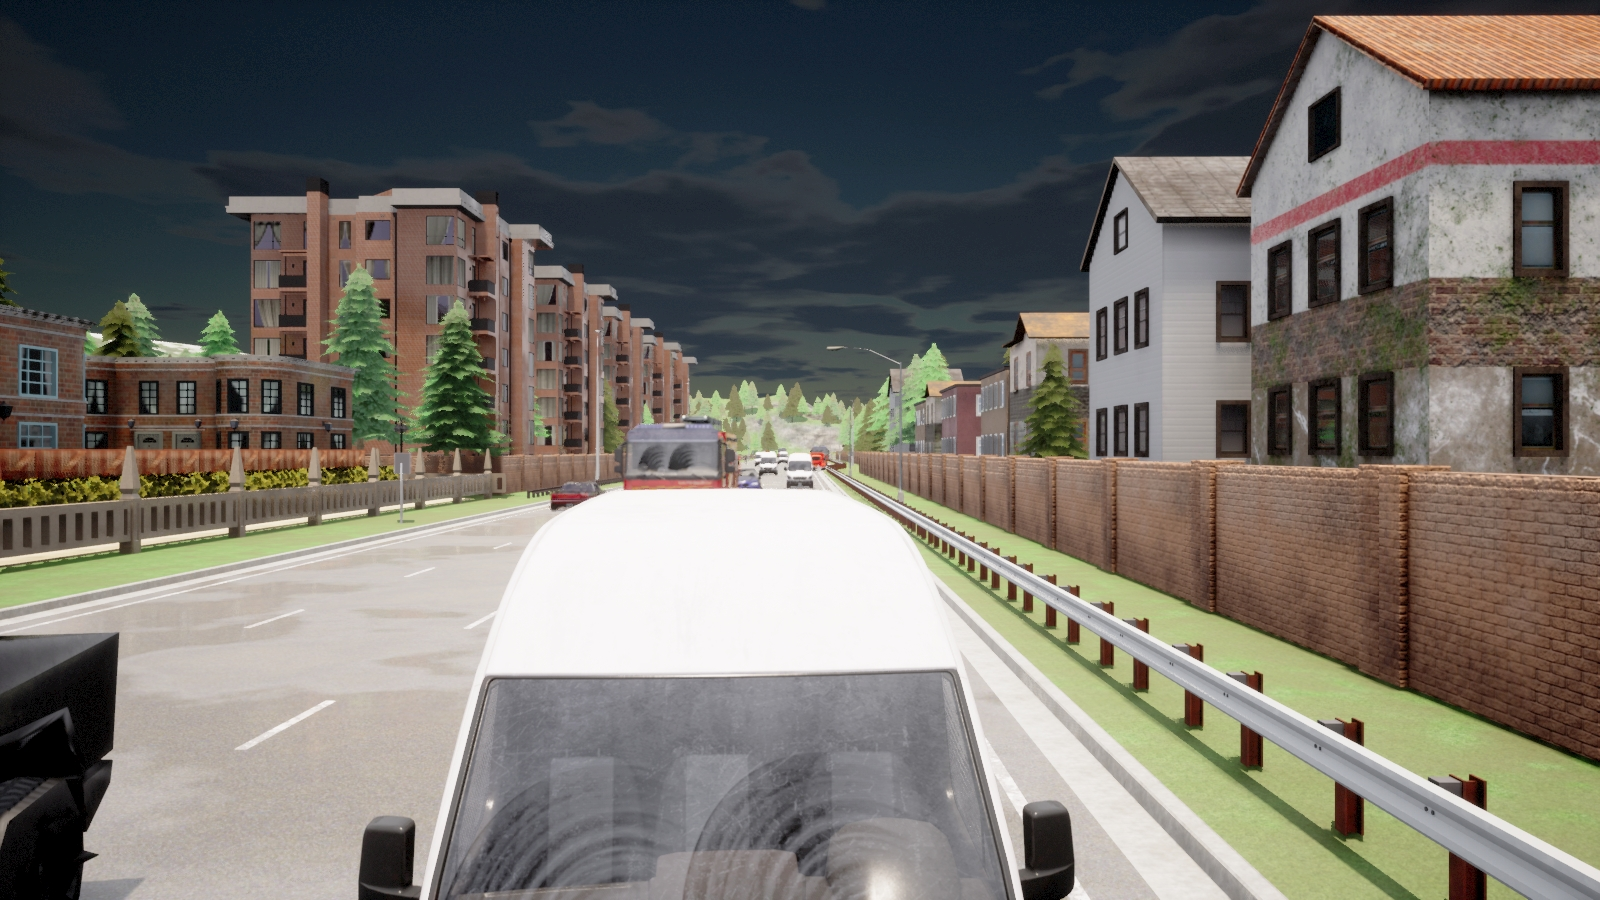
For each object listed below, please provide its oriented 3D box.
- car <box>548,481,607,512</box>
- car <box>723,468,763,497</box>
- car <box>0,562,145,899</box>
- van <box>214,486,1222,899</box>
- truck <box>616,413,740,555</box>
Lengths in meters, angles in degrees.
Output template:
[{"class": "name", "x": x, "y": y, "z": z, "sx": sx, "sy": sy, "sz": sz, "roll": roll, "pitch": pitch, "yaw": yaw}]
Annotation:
[{"class": "car", "x": -10.503, "y": 2.181, "z": 54.252, "sx": 1.895, "sy": 1.301, "sz": 4.718, "roll": 0, "pitch": 0, "yaw": 0}, {"class": "car", "x": -3.503, "y": 2.001, "z": 71.090, "sx": 2.242, "sy": 1.667, "sz": 4.611, "roll": 0, "pitch": 0, "yaw": 0}, {"class": "car", "x": -4.725, "y": 1.756, "z": 3.923, "sx": 2.390, "sy": 2.098, "sz": 6.274, "roll": 0, "pitch": 0, "yaw": -11}, {"class": "van", "x": -0.349, "y": 1.538, "z": 5.210, "sx": 1.988, "sy": 2.561, "sz": 5.915, "roll": 0, "pitch": 0, "yaw": -4}, {"class": "truck", "x": -3.511, "y": 0.907, "z": 35.003, "sx": 2.891, "sy": 3.827, "sz": 8.468, "roll": 0, "pitch": 0, "yaw": 0}]
